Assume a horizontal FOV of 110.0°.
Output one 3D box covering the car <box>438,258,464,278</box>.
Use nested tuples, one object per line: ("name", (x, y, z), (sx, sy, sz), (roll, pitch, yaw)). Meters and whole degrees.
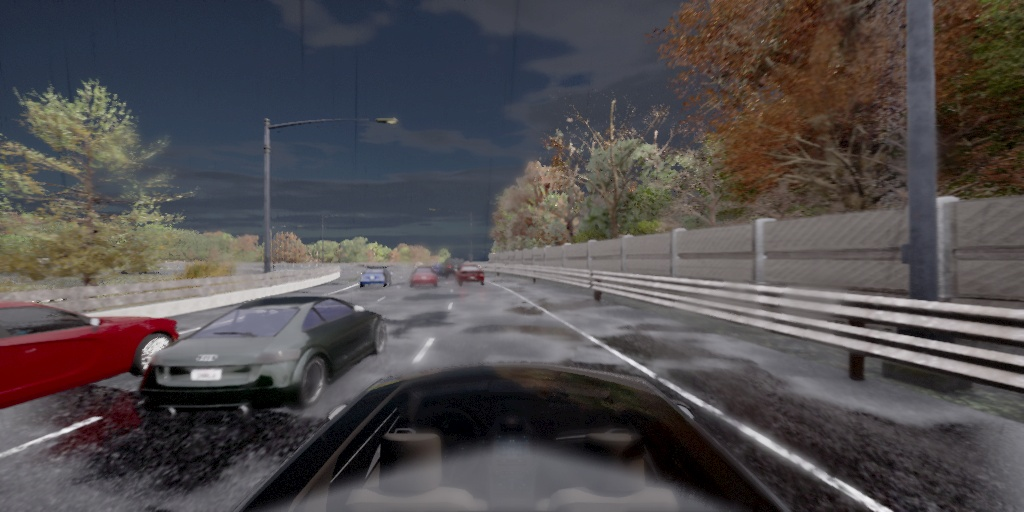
("car", (-6.206, 1.255, 38.132), (2.150, 2.045, 5.566), (0, 0, -17))

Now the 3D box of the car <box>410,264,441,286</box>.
("car", (-6.778, 1.533, 27.645), (1.994, 1.385, 4.181), (0, 0, -14))

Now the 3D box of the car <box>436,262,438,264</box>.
("car", (-8.161, 1.566, 44.338), (1.882, 1.535, 5.008), (0, 0, -17))

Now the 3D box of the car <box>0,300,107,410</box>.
("car", (-7.078, 1.299, 4.628), (1.882, 1.535, 5.008), (0, 0, -2))

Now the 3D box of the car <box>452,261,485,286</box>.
("car", (-3.341, 1.423, 27.823), (1.882, 1.535, 5.008), (0, 0, -13))

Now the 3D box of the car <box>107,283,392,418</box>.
("car", (-3.661, 1.370, 6.207), (1.994, 1.385, 4.181), (0, 0, -2))

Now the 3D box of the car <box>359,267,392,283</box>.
("car", (-10.052, 1.534, 26.682), (2.033, 1.411, 5.357), (0, 0, -14))
